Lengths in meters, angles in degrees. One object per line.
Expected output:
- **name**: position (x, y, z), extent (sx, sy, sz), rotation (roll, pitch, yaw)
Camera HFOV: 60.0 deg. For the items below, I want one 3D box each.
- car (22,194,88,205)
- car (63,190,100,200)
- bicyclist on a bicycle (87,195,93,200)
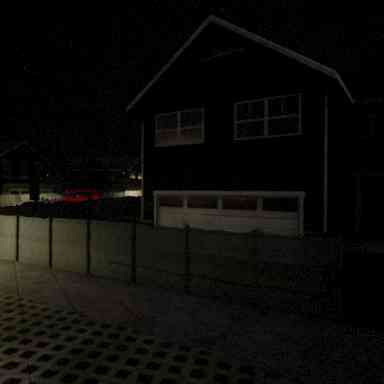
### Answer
- **car**: position (-10.788, 1.211, 25.852), extent (2.128, 1.511, 4.902), rotation (0, 1, 26)
- **car**: position (-11.209, 0.853, 31.824), extent (2.150, 2.045, 5.566), rotation (0, 1, 25)
- **bicyclist on a bicycle**: position (-7.783, 1.030, 25.400), extent (1.656, 1.620, 0.582), rotation (0, 1, 27)
